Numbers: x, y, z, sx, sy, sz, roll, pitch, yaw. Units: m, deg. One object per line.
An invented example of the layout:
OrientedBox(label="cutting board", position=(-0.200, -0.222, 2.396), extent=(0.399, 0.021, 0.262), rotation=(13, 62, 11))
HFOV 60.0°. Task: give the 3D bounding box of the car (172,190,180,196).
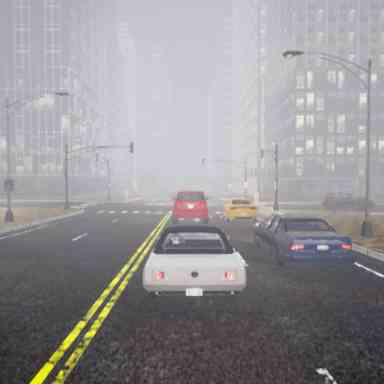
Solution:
OrientedBox(label="car", position=(-4.055, 0.207, 86.157), extent=(1.895, 1.301, 4.718), rotation=(0, 1, -1))

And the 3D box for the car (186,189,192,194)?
OrientedBox(label="car", position=(-0.890, -0.179, 95.274), extent=(1.812, 1.442, 4.674), rotation=(0, 1, -1))

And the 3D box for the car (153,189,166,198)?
OrientedBox(label="car", position=(-7.161, 0.399, 70.581), extent=(2.128, 1.511, 4.902), rotation=(0, 1, -1))

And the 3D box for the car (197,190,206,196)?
OrientedBox(label="car", position=(2.458, 0.170, 84.891), extent=(2.033, 1.411, 5.357), rotation=(0, 1, -1))

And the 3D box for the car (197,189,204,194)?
OrientedBox(label="car", position=(2.360, -0.179, 95.303), extent=(1.812, 1.442, 4.674), rotation=(0, 1, -1))

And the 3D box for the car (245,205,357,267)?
OrientedBox(label="car", position=(3.248, 1.379, 10.736), extent=(2.033, 1.411, 5.357), rotation=(0, 1, 0))

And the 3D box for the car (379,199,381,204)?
OrientedBox(label="car", position=(21.414, 0.996, 42.570), extent=(4.829, 1.417, 1.752), rotation=(1, 1, 0))

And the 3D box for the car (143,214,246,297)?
OrientedBox(label="car", position=(0.024, 1.472, 8.178), extent=(1.895, 1.301, 4.718), rotation=(0, 1, -1))

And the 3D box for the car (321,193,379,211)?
OrientedBox(label="car", position=(15.883, 0.998, 34.231), extent=(5.009, 1.841, 2.192), rotation=(1, 1, 0))

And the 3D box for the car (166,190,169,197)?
OrientedBox(label="car", position=(-3.911, 0.426, 70.611), extent=(1.994, 1.385, 4.181), rotation=(0, 1, -1))

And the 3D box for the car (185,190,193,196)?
OrientedBox(label="car", position=(-0.796, 0.149, 85.276), extent=(1.812, 1.442, 4.674), rotation=(0, 1, -1))

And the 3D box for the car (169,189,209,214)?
OrientedBox(label="car", position=(-0.100, 0.886, 21.388), extent=(2.150, 2.045, 5.566), rotation=(0, 1, -1))

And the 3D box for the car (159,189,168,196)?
OrientedBox(label="car", position=(-7.305, 0.089, 86.156), extent=(1.882, 1.535, 5.008), rotation=(0, 1, -1))

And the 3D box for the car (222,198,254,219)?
OrientedBox(label="car", position=(3.144, 1.124, 22.512), extent=(1.882, 1.535, 5.008), rotation=(0, 1, 1))
